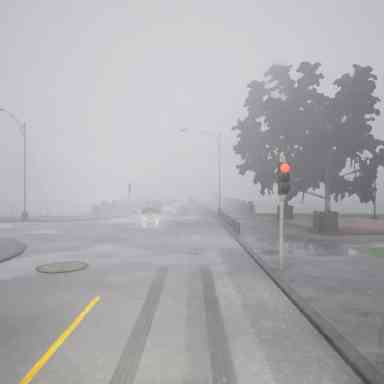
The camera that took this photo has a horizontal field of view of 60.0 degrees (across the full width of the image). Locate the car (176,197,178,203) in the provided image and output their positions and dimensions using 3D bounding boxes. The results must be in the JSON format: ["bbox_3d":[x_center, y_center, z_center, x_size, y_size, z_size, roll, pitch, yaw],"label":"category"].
[{"bbox_3d":[-3.986,1.476,68.155,1.882,1.535,5.008,0,1,0],"label":"car"}]

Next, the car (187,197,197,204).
[{"bbox_3d":[0.016,1.547,61.723,2.033,1.411,5.357,0,0,0],"label":"car"}]

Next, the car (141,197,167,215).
[{"bbox_3d":[-4.092,1.547,34.593,2.033,1.411,5.357,0,0,0],"label":"car"}]

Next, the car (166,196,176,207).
[{"bbox_3d":[-4.080,1.493,52.156,2.128,1.511,4.902,0,0,0],"label":"car"}]
